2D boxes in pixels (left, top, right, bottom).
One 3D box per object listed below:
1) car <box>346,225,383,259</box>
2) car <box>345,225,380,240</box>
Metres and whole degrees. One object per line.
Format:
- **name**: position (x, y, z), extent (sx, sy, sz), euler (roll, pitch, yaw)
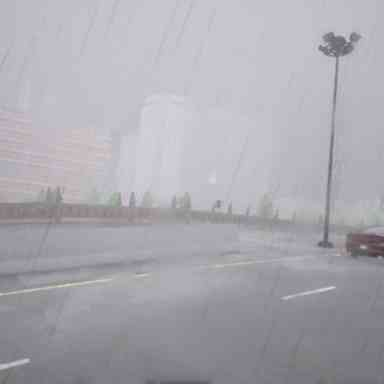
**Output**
- **car**: position (8.581, 2.150, 14.163), extent (5.008, 1.535, 1.882), euler (5, -3, -35)
- **car**: position (20.570, 4.879, 40.131), extent (4.181, 1.385, 1.994), euler (8, -5, -35)
